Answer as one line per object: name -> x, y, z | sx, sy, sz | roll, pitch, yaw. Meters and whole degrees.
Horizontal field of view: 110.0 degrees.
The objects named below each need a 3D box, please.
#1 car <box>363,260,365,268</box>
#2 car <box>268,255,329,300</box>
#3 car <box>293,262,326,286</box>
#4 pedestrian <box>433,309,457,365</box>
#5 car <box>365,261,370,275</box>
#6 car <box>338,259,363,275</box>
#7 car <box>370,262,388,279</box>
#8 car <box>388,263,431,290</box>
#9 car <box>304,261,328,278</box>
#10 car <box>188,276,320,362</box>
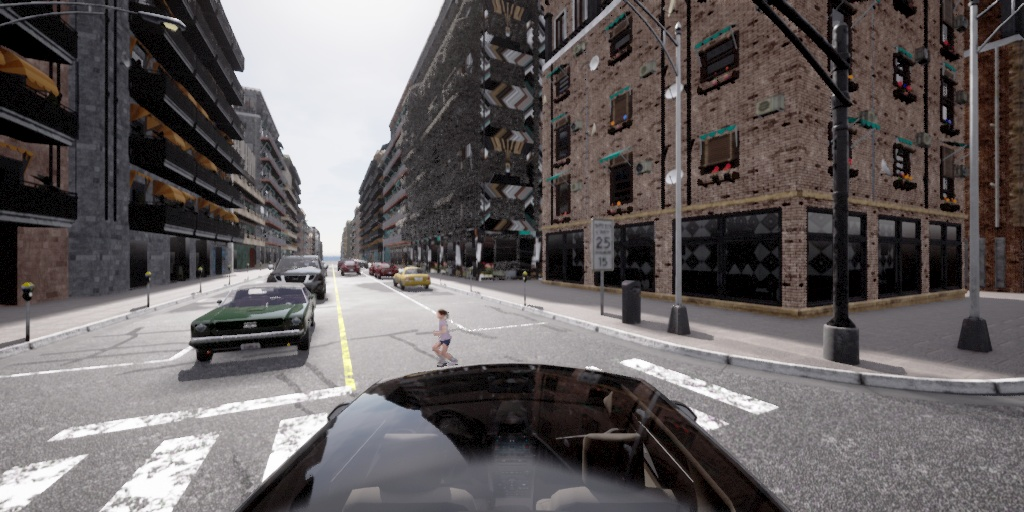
car -> -24.139, 1.358, 57.779 | 2.007, 1.370, 4.403 | 0, 0, -27
car -> -10.256, 0.971, 17.386 | 2.150, 2.045, 5.566 | 0, 0, -26
car -> -14.758, 1.235, 26.321 | 1.882, 1.535, 5.008 | 0, 0, -26
pedestrian -> -1.210, 1.423, 6.500 | 0.500, 1.100, 0.500 | 0, 0, -27
car -> -13.942, 1.315, 37.554 | 1.888, 1.381, 4.507 | 0, 0, -27
car -> -17.813, 1.302, 39.504 | 1.812, 1.442, 4.674 | 0, 0, -27
car -> -11.394, 1.307, 32.498 | 1.888, 1.381, 4.507 | 0, 0, -27
car -> -6.373, 1.275, 22.540 | 1.751, 1.417, 4.829 | 0, 0, -27
car -> -19.402, 1.277, 35.626 | 1.837, 1.490, 4.892 | 0, 0, -26
car -> -5.813, 1.349, 8.563 | 1.895, 1.301, 4.718 | 0, 0, -27
